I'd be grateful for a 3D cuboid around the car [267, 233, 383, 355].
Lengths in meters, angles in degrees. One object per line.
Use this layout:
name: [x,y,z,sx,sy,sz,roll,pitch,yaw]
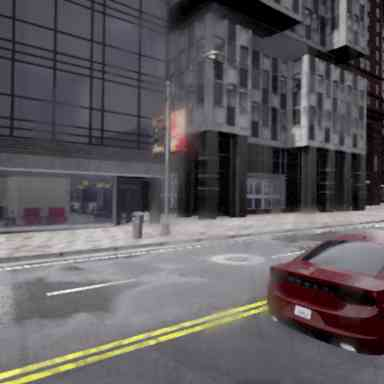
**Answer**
car: [3.518,1.480,5.954,5.008,1.535,1.882,0,0,-36]
